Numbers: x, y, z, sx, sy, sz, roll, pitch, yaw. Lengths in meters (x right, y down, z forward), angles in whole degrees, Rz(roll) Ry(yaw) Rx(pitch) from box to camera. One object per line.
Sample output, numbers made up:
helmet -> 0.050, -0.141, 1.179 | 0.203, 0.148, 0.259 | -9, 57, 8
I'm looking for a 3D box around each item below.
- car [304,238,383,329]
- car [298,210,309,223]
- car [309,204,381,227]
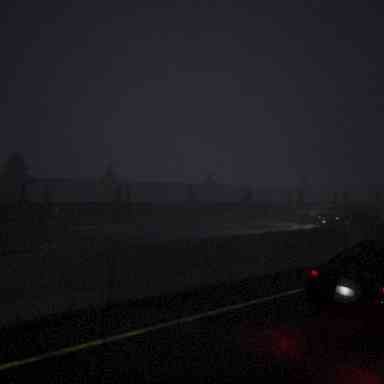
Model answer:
car -> 4.203, 1.632, 6.656 | 4.181, 1.385, 1.994 | 1, 0, -34
car -> 10.883, 1.725, 26.924 | 5.008, 1.535, 1.882 | 1, -1, -26
car -> 10.879, 1.710, 23.012 | 4.902, 1.511, 2.128 | 1, 0, -27
